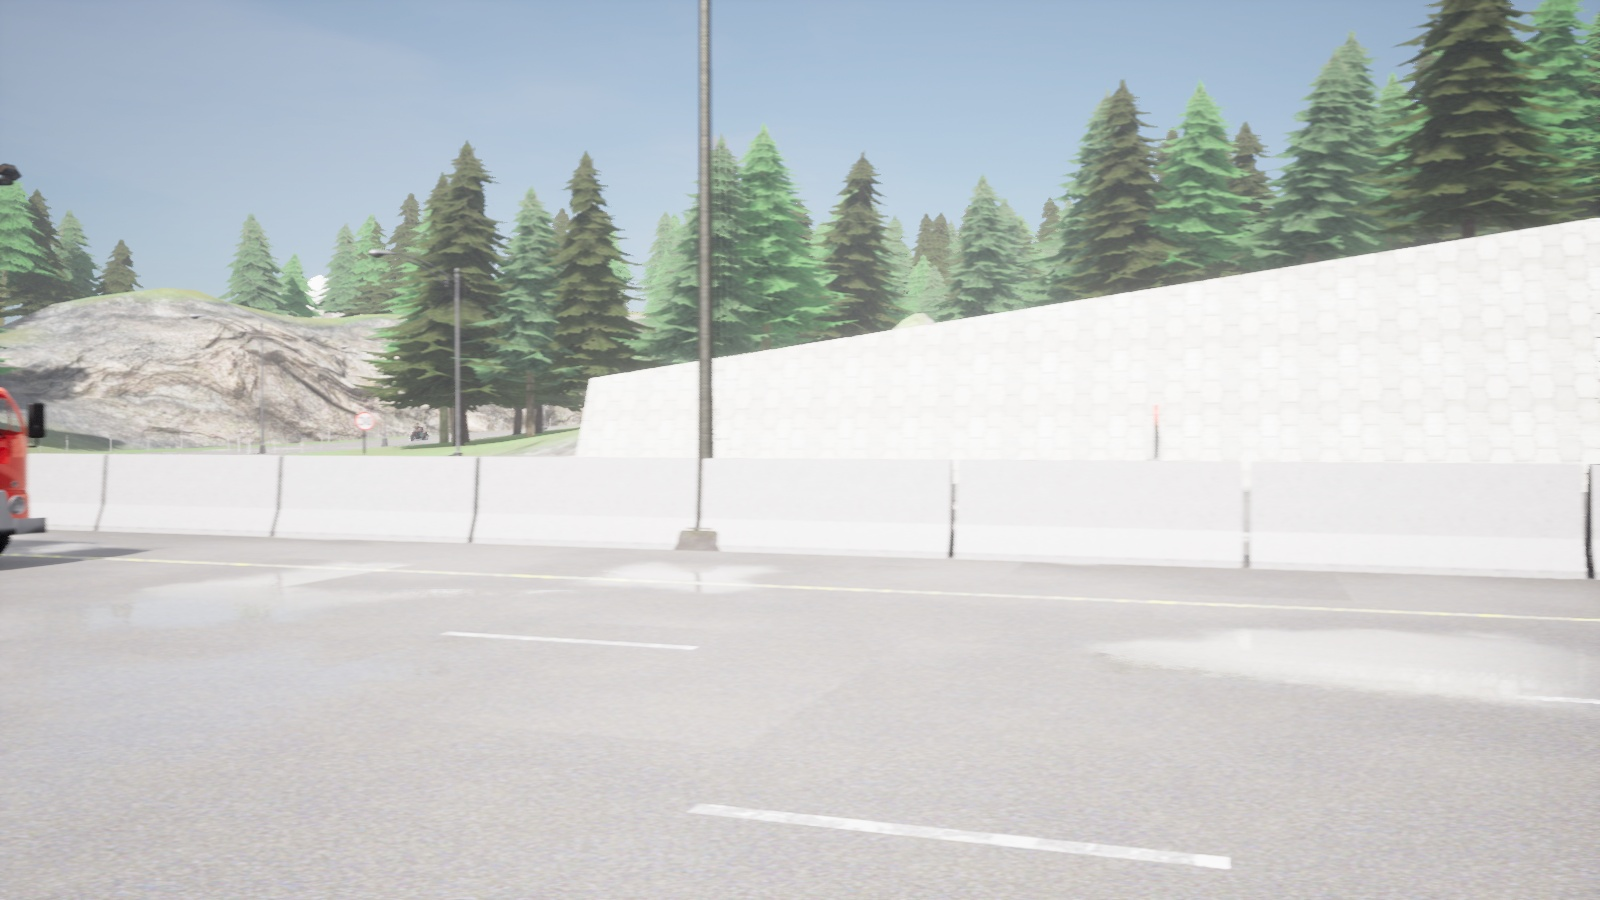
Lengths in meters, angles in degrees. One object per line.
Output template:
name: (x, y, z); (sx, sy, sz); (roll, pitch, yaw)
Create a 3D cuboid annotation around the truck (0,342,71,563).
truck: (-11.526, 0.027, 14.450); (5.204, 2.467, 2.627); (0, 1, 19)
